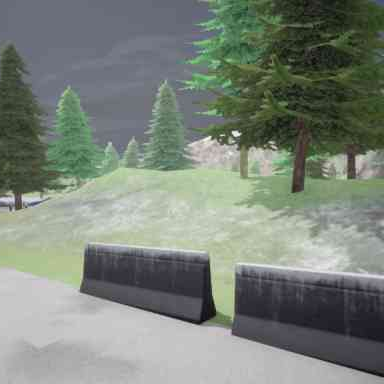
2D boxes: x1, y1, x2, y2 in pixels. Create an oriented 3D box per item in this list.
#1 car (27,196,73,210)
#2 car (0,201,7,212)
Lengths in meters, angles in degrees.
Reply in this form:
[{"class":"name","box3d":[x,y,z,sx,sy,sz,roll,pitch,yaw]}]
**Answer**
[{"class":"car","box3d":[-18.462,1.374,42.803,5.008,1.535,1.882,0,0,-42]},{"class":"car","box3d":[-21.870,1.398,34.400,2.128,1.511,4.902,0,0,42]}]
